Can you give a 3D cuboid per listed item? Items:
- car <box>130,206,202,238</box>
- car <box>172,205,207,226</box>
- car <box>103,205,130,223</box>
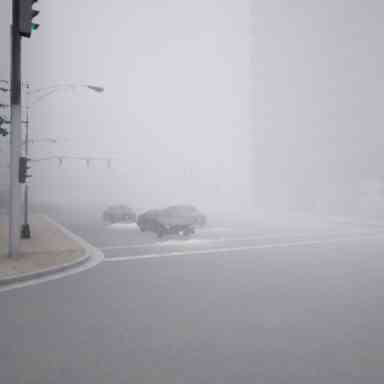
[{"bbox_3d":[-1.728,1.738,19.568,2.033,1.411,5.357,1,0,-26],"label":"car"},{"bbox_3d":[-0.644,1.744,25.066,1.837,1.490,4.892,1,0,-28],"label":"car"},{"bbox_3d":[-6.038,1.789,27.744,1.994,1.385,4.181,1,0,-28],"label":"car"}]
